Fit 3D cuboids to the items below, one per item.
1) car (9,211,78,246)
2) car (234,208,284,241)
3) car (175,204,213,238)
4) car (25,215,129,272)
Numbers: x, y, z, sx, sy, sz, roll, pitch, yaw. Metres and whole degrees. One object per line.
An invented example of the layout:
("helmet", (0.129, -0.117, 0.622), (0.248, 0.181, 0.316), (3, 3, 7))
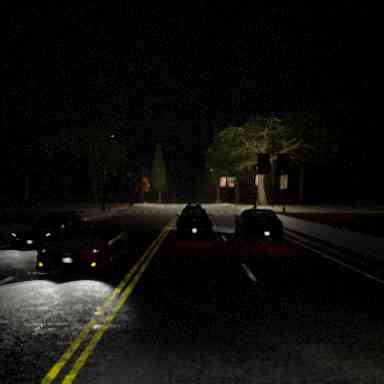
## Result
("car", (-6.577, 1.658, 16.131), (2.033, 1.411, 5.357), (0, 0, 0))
("car", (3.373, 1.623, 17.356), (1.837, 1.490, 4.892), (0, 0, 0))
("car", (0.127, 1.632, 18.594), (1.837, 1.490, 4.892), (0, 0, 0))
("car", (-3.336, 1.638, 10.861), (1.994, 1.385, 4.181), (0, 0, 0))
